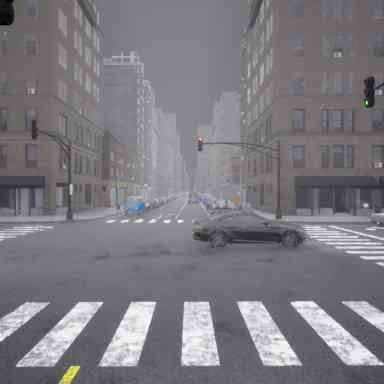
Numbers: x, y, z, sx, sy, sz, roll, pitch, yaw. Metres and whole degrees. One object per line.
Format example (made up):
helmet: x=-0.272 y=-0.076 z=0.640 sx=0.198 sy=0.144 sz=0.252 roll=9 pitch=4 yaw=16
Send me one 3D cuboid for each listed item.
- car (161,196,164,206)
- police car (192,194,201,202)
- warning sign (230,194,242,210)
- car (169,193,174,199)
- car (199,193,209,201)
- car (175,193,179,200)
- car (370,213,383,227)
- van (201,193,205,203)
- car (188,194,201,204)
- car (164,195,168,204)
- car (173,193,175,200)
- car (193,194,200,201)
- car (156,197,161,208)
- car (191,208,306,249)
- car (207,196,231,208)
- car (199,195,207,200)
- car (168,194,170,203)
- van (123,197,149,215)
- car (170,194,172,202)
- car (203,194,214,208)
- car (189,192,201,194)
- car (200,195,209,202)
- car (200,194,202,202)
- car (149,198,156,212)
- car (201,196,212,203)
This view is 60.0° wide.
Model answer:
car: x=-5.655 y=1.585 z=50.357 sx=1.802 sy=1.307 sz=4.206 roll=0 pitch=0 yaw=0
police car: x=1.119 y=1.422 z=79.417 sx=1.930 sy=1.638 sz=5.238 roll=0 pitch=0 yaw=-1
warning sign: x=5.226 y=1.118 z=39.304 sx=1.300 sy=1.860 sz=1.060 roll=0 pitch=0 yaw=0
car: x=-5.562 y=1.544 z=73.029 sx=1.887 sy=1.381 sz=4.507 roll=0 pitch=0 yaw=0
car: x=3.010 y=1.310 z=84.342 sx=2.192 sy=1.841 sz=5.009 roll=0 pitch=0 yaw=0
car: x=-5.492 y=1.307 z=90.035 sx=2.192 sy=1.841 sz=5.009 roll=0 pitch=0 yaw=0
car: x=13.747 y=1.615 z=20.656 sx=4.718 sy=1.301 sz=1.895 roll=0 pitch=0 yaw=0
van: x=2.893 y=1.344 z=55.996 sx=1.690 sy=1.788 sz=3.998 roll=0 pitch=0 yaw=0
car: x=0.255 y=1.566 z=62.890 sx=1.994 sy=1.385 sz=4.181 roll=0 pitch=0 yaw=0
car: x=-5.632 y=1.569 z=56.025 sx=1.947 sy=1.339 sz=4.313 roll=0 pitch=0 yaw=0
car: x=-5.539 y=1.522 z=78.528 sx=1.752 sy=1.417 sz=4.829 roll=0 pitch=0 yaw=0
car: x=1.151 y=1.448 z=89.512 sx=1.801 sy=1.575 sz=5.366 roll=0 pitch=0 yaw=0
car: x=-5.678 y=1.569 z=44.689 sx=1.947 sy=1.339 sz=4.313 roll=0 pitch=0 yaw=0
car: x=2.307 y=1.531 z=13.891 sx=4.674 sy=1.442 sz=1.812 roll=0 pitch=0 yaw=0
car: x=2.801 y=1.442 z=33.319 sx=1.967 sy=1.590 sz=4.097 roll=0 pitch=0 yaw=0
car: x=3.033 y=1.558 z=90.012 sx=1.947 sy=1.339 sz=4.313 roll=0 pitch=0 yaw=0
car: x=-5.609 y=1.527 z=61.523 sx=1.752 sy=1.417 sz=4.829 roll=0 pitch=0 yaw=0
van: x=-5.725 y=1.343 z=33.352 sx=1.690 sy=1.788 sz=3.998 roll=0 pitch=0 yaw=0
car: x=-5.585 y=1.567 z=67.362 sx=1.947 sy=1.339 sz=4.313 roll=0 pitch=0 yaw=0
car: x=2.847 y=1.443 z=44.657 sx=1.967 sy=1.590 sz=4.097 roll=0 pitch=0 yaw=0
car: x=0.296 y=1.039 z=72.923 sx=2.150 sy=2.045 sz=5.566 roll=0 pitch=0 yaw=0
car: x=2.987 y=1.437 z=78.673 sx=1.967 sy=1.590 sz=4.097 roll=0 pitch=0 yaw=0
car: x=2.918 y=1.527 z=61.835 sx=1.752 sy=1.417 sz=4.829 roll=0 pitch=0 yaw=0
car: x=-5.702 y=1.443 z=39.020 sx=1.967 sy=1.590 sz=4.097 roll=0 pitch=0 yaw=0
car: x=2.940 y=1.552 z=67.335 sx=2.008 sy=1.369 sz=4.403 roll=0 pitch=0 yaw=0
